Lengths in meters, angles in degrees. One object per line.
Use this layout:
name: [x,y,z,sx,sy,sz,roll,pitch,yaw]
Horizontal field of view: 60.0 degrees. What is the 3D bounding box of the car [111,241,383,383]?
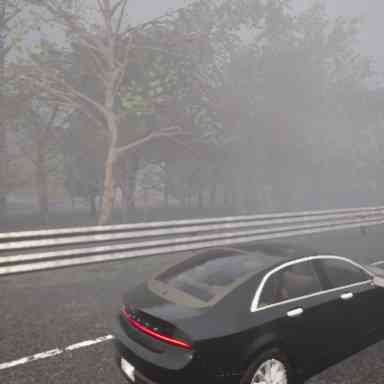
car: [1.330,1.473,4.708,4.892,1.490,1.837,-1,0,-36]
